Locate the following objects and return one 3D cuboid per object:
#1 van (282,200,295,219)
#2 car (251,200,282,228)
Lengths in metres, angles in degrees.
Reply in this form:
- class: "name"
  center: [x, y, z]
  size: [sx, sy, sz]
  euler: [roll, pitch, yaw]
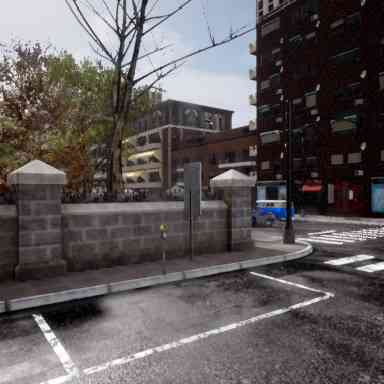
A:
- class: "van"
  center: [7.313, 1.643, 30.193]
  size: [1.690, 1.788, 3.998]
  euler: [-1, 0, -36]
- class: "car"
  center: [4.009, 1.635, 24.900]
  size: [2.097, 1.767, 4.553]
  euler: [0, -1, -36]
